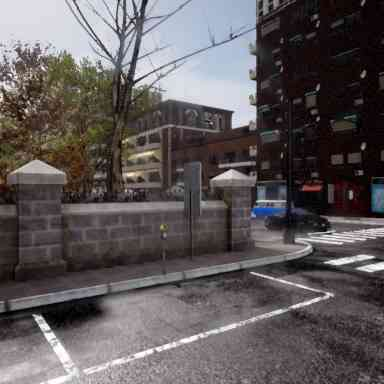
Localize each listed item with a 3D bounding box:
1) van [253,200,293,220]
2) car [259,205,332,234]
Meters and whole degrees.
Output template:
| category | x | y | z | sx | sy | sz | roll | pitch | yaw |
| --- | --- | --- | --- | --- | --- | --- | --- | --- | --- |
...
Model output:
| category | x | y | z | sx | sy | sz | roll | pitch | yaw |
| --- | --- | --- | --- | --- | --- | --- | --- | --- | --- |
| van | 7.313 | 1.642 | 30.193 | 1.690 | 1.788 | 3.998 | -1 | 0 | -36 |
| car | 6.582 | 1.771 | 21.027 | 1.994 | 1.385 | 4.181 | 0 | -1 | -32 |
